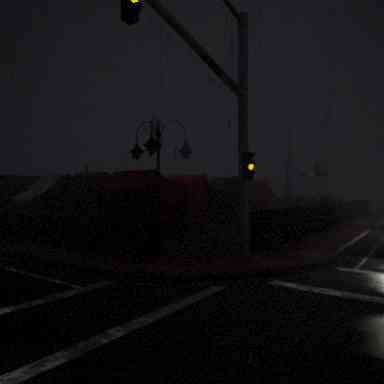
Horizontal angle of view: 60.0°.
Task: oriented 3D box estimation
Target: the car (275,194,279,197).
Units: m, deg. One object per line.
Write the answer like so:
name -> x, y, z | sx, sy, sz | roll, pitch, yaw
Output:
car -> 12.264, 1.254, 55.210 | 4.605, 1.855, 1.932 | 0, 0, 35

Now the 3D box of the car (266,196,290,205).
car -> 15.461, 1.501, 59.781 | 3.806, 1.475, 1.970 | 0, 0, 35
